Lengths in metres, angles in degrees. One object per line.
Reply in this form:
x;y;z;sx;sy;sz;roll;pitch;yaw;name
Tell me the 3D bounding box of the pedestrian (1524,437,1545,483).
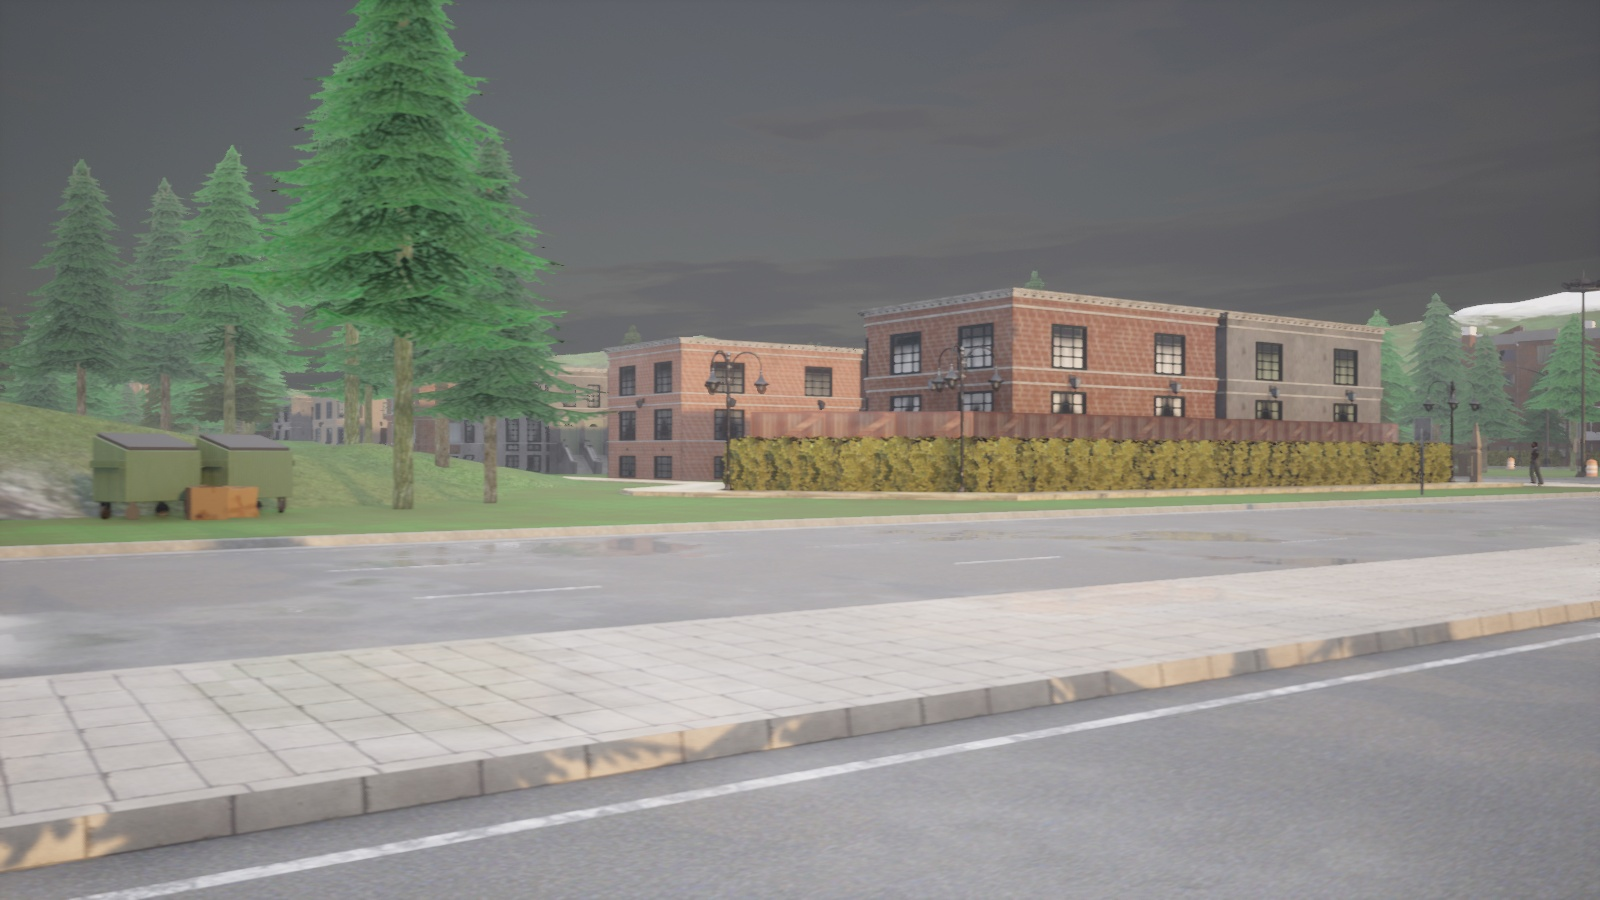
31.135;0.431;53.221;0.666;1.930;0.402;0;0;9;pedestrian
